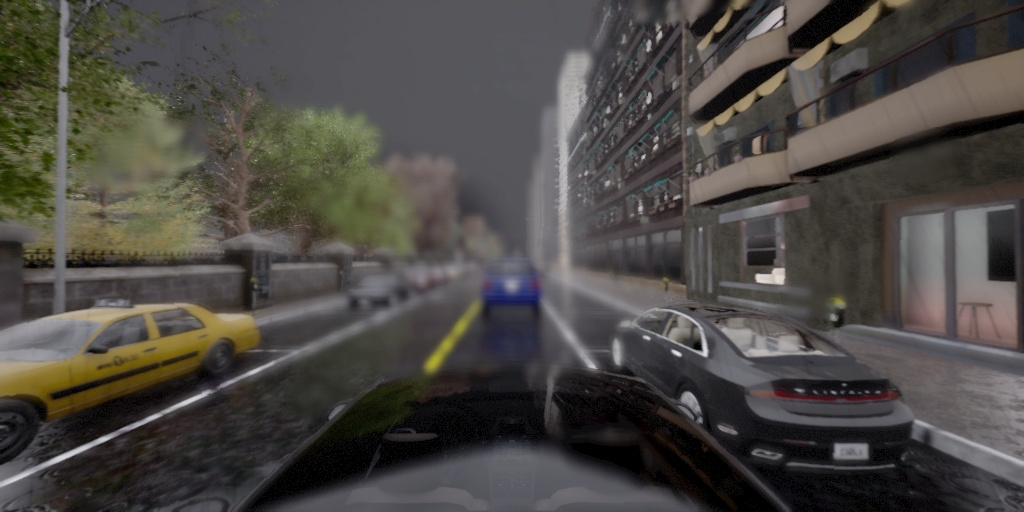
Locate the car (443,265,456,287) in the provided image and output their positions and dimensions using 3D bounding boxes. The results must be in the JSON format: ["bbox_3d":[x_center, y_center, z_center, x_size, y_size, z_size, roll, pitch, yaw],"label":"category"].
[{"bbox_3d":[-5.691,1.595,27.172,1.802,1.307,4.207,0,0,0],"label":"car"}]

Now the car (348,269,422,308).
[{"bbox_3d":[-5.692,1.463,16.096,1.948,1.339,4.313,0,0,0],"label":"car"}]

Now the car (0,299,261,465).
[{"bbox_3d":[-5.692,1.309,4.849,1.751,1.417,4.829,0,0,0],"label":"car"}]

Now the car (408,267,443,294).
[{"bbox_3d":[-5.691,1.395,21.634,1.967,1.591,4.097,0,0,0],"label":"car"}]

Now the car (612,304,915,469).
[{"bbox_3d":[2.688,1.334,5.021,2.007,1.370,4.403,0,0,0],"label":"car"}]

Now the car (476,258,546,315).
[{"bbox_3d":[0.010,1.105,14.412,2.150,2.045,5.566,0,0,0],"label":"car"}]

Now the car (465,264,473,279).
[{"bbox_3d":[-5.691,1.570,38.249,1.967,1.591,4.097,0,0,0],"label":"car"}]

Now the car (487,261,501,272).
[{"bbox_3d":[-3.019,1.721,60.495,2.097,1.767,4.553,0,-1,0],"label":"car"}]

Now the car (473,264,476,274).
[{"bbox_3d":[-5.768,1.799,49.324,2.007,1.370,4.403,0,0,0],"label":"car"}]

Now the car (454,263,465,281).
[{"bbox_3d":[-5.691,1.596,32.540,1.751,1.417,4.829,0,0,0],"label":"car"}]
